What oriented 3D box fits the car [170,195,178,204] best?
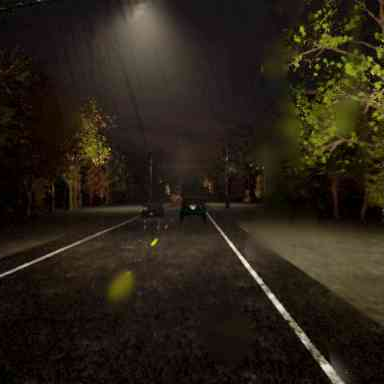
[{"bbox_3d":[-3.526,1.599,72.307,2.150,2.045,5.566,0,0,0],"label":"car"}]

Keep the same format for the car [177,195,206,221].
[{"bbox_3d":[0.088,1.405,29.786,2.150,2.045,5.566,0,0,0],"label":"car"}]

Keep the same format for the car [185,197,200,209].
[{"bbox_3d":[0.082,1.660,50.824,2.097,1.767,4.553,0,0,0],"label":"car"}]

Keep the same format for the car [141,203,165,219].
[{"bbox_3d":[-3.604,1.756,31.386,1.994,1.385,4.181,0,0,0],"label":"car"}]
